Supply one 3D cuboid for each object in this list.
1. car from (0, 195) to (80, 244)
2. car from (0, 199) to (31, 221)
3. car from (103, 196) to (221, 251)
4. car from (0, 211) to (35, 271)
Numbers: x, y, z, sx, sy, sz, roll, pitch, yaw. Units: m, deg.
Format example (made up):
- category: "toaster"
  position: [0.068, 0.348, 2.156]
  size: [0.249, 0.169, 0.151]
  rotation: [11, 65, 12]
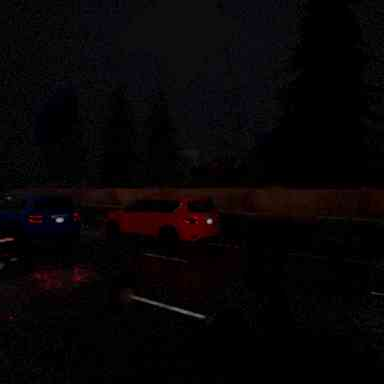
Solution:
- category: "car"
  position: [-6.989, 1.128, 14.262]
  size: [5.566, 2.045, 2.150]
  rotation: [1, 0, 41]
- category: "car"
  position: [-14.899, 1.358, 26.781]
  size: [2.033, 1.411, 5.357]
  rotation: [0, 0, -43]
- category: "car"
  position: [-1.405, 1.169, 14.094]
  size: [5.566, 2.045, 2.150]
  rotation: [0, 0, 40]
- category: "car"
  position: [-6.776, 1.414, 9.505]
  size: [4.902, 1.511, 2.128]
  rotation: [1, 0, 40]
